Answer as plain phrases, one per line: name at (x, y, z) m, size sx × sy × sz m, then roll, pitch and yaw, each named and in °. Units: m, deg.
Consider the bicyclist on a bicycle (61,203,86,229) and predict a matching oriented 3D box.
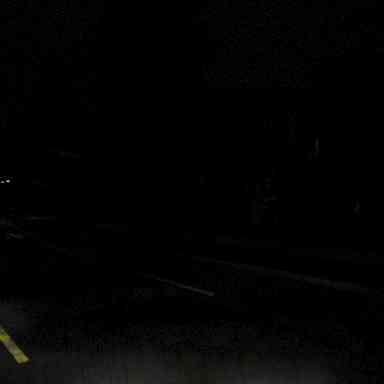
bicyclist on a bicycle at (-7.576, 1.501, 21.251) m, size 1.656 × 1.620 × 0.582 m, roll -2°, pitch 0°, yaw -42°
